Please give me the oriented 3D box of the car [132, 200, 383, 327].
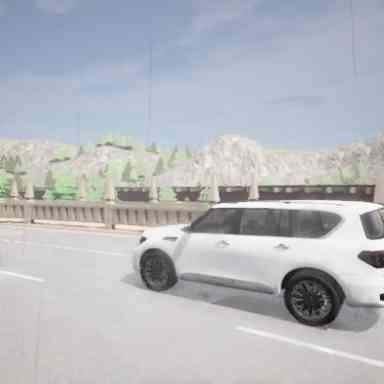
[{"bbox_3d":[1.257,1.184,7.166,5.566,2.045,2.150,0,0,34],"label":"car"}]
